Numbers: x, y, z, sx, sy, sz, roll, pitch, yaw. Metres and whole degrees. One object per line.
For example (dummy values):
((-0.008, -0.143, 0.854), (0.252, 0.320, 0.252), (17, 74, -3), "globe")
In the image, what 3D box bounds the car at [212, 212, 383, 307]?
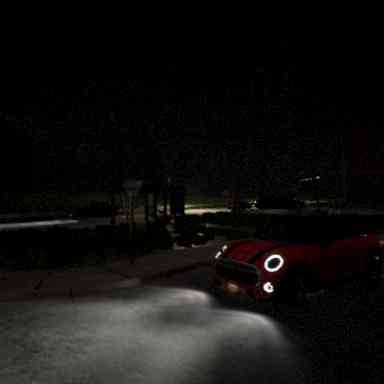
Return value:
((2.660, 1.380, 8.186), (4.553, 1.767, 2.097), (0, 0, -35), "car")

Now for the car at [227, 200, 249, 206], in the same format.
((6.654, 1.809, 47.113), (1.994, 1.385, 4.181), (-1, 0, 36), "car")

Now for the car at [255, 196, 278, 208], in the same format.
((12.392, 1.597, 55.164), (2.097, 1.767, 4.553), (-1, 0, 36), "car")

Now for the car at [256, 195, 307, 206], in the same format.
((10.981, 1.381, 40.217), (5.566, 2.045, 2.150), (-1, -1, 30), "car")

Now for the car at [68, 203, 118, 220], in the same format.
((-9.236, 1.779, 31.261), (2.128, 1.511, 4.902), (-1, -1, 36), "car")
